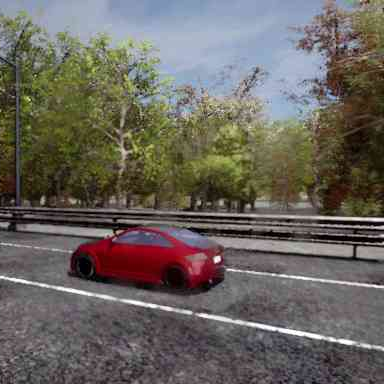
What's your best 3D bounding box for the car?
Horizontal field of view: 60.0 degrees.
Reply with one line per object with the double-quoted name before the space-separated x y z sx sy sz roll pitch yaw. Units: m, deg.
"car" -1.175 1.563 8.781 4.181 1.385 1.994 0 0 28
